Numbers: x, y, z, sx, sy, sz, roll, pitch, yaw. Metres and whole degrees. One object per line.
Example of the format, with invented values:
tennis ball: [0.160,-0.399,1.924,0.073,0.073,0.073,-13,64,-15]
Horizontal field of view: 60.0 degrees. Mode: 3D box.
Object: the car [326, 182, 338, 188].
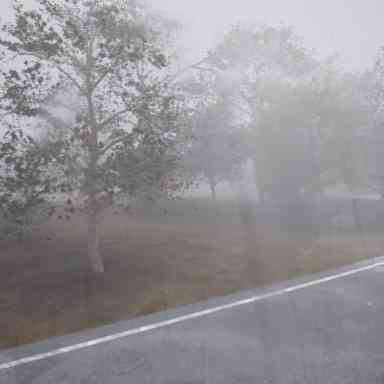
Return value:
car: [31.757,-1.632,75.677,1.882,1.535,5.008,-1,4,44]
